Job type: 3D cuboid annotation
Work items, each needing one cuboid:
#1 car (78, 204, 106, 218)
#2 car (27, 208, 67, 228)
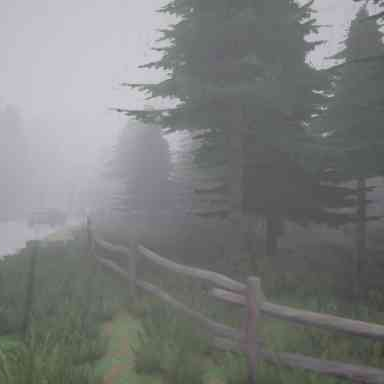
[{"bbox_3d":[-11.913,2.226,40.181,2.097,1.767,4.553,1,-2,5],"label":"car"},{"bbox_3d":[-11.685,2.027,27.105,2.128,1.511,4.902,1,-2,-5],"label":"car"}]
